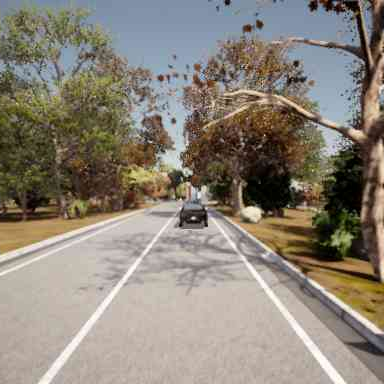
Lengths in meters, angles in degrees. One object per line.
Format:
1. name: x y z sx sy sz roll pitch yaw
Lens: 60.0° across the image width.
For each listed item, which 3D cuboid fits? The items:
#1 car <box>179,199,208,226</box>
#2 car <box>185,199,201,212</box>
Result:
1. car: 0.096 1.498 23.286 1.882 1.535 5.008 0 0 0
2. car: 0.094 1.664 41.624 1.837 1.490 4.892 0 -1 0
